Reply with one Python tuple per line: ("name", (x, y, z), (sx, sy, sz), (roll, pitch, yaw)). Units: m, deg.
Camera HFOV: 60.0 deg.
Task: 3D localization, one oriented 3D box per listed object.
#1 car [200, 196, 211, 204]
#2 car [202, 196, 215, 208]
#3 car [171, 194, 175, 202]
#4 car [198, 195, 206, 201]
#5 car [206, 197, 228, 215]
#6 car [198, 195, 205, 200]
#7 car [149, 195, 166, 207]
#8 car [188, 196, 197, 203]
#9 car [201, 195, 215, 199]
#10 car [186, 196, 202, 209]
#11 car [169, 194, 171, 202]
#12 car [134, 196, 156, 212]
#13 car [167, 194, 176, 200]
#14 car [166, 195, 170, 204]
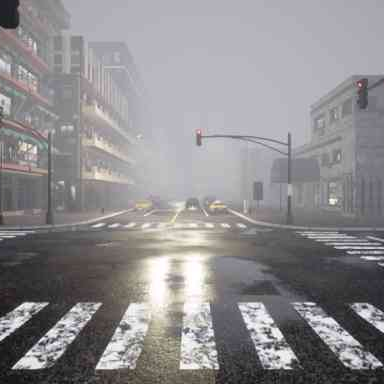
("car", (2.669, 1.610, 67.029), (2.008, 1.369, 4.403), (0, 0, 0))
("car", (2.677, 1.610, 44.872), (1.802, 1.307, 4.206), (0, 0, 0))
("car", (-5.716, 1.624, 78.104), (1.887, 1.381, 4.507), (0, 0, 0))
("car", (2.661, 1.628, 89.356), (1.752, 1.417, 4.829), (0, 0, 0))
("car", (2.681, 1.543, 33.964), (1.752, 1.417, 4.829), (0, 0, 0))
("car", (2.659, 1.666, 94.725), (2.008, 1.369, 4.403), (0, 0, 0))
("car", (-5.705, 1.349, 50.408), (2.192, 1.841, 5.009), (0, 0, 0))
("car", (0.047, 1.590, 70.496), (1.812, 1.442, 4.674), (0, 0, 0))
("car", (2.676, 1.349, 50.411), (2.192, 1.841, 5.009), (0, 0, 0))
("car", (0.083, 1.532, 44.736), (1.837, 1.490, 4.892), (0, 0, 0))
("car", (-5.711, 1.584, 66.855), (1.752, 1.417, 4.829), (0, 0, 0))
("car", (-5.702, 1.547, 39.159), (1.752, 1.417, 4.829), (0, 0, 0))
("car", (-5.721, 1.430, 94.722), (2.192, 1.841, 5.009), (0, 0, 0))
("car", (-5.710, 1.601, 61.486), (2.008, 1.369, 4.403), (0, 0, 0))
